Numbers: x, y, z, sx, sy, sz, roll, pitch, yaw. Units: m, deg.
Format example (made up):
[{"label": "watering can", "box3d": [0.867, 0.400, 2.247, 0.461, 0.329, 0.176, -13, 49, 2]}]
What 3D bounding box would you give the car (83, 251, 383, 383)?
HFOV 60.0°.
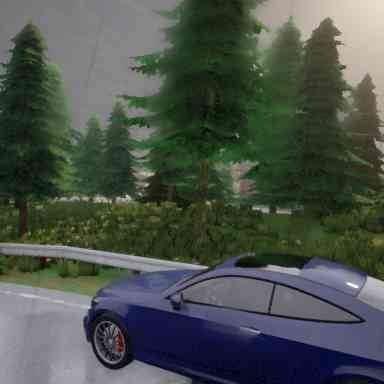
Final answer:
[{"label": "car", "box3d": [0.761, 1.499, 4.094, 4.674, 1.442, 1.812, 1, 1, 31]}]
